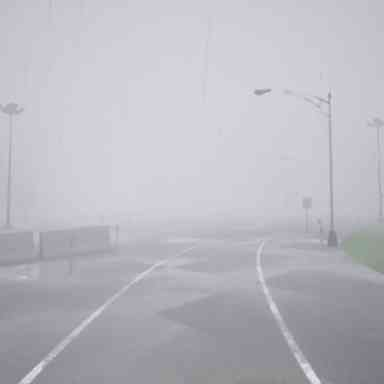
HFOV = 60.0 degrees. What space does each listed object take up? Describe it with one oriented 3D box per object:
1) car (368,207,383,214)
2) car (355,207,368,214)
[{"bbox_3d":[44.301,4.420,79.013,4.674,1.442,1.812,2,-4,-44],"label":"car"},{"bbox_3d":[41.828,4.365,81.496,4.553,1.767,2.097,2,-4,-44],"label":"car"}]
